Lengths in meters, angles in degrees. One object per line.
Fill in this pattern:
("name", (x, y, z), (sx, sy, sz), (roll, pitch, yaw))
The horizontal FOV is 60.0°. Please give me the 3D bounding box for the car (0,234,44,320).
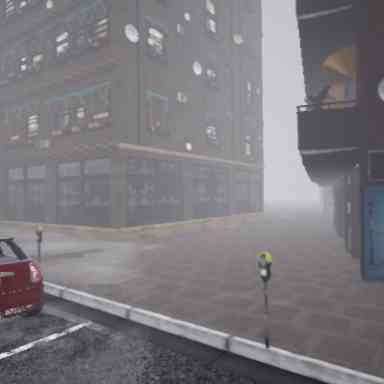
("car", (-4.612, 1.414, 6.181), (4.097, 1.590, 1.967), (0, -1, 36))
